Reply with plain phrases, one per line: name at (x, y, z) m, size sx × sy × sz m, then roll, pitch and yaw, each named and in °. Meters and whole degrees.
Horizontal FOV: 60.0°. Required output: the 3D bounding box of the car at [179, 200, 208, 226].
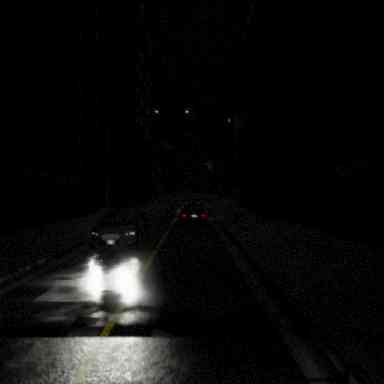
car at (0.101, 1.518, 22.929) m, size 2.033 × 1.411 × 5.357 m, roll 0°, pitch 0°, yaw 0°

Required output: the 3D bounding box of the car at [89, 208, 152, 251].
car at (-2.842, 1.479, 14.059) m, size 2.128 × 1.511 × 4.902 m, roll 0°, pitch 0°, yaw 0°

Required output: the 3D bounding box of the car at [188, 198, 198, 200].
car at (0.101, 1.464, 43.825) m, size 1.994 × 1.385 × 4.181 m, roll 0°, pitch 0°, yaw 0°
